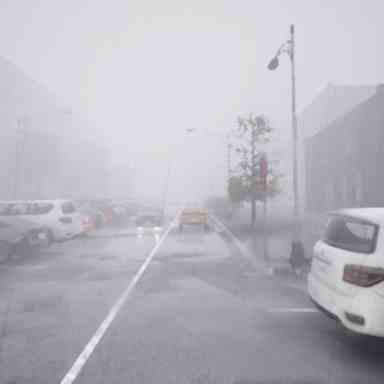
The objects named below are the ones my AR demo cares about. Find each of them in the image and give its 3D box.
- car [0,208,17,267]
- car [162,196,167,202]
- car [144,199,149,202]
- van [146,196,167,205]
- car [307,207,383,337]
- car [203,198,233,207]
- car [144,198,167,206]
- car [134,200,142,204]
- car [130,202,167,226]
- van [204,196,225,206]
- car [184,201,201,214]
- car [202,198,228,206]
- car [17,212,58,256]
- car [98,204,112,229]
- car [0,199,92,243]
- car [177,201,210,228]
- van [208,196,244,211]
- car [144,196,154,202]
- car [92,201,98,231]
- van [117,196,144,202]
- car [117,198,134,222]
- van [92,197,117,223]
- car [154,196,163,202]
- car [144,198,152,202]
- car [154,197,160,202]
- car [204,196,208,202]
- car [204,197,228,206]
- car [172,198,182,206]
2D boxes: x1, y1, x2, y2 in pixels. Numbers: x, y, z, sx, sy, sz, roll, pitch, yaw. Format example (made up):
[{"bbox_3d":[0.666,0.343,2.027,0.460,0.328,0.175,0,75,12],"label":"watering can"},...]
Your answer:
[{"bbox_3d":[-7.683,1.431,9.034,4.553,1.767,2.185,0,0,0],"label":"car"},{"bbox_3d":[-7.628,2.030,62.109,4.792,1.488,2.163,0,0,0],"label":"car"},{"bbox_3d":[-7.661,1.791,36.967,4.892,1.521,2.231,0,0,0],"label":"car"},{"bbox_3d":[-7.776,1.935,73.260,4.442,1.987,1.878,0,-1,0],"label":"van"},{"bbox_3d":[4.708,1.273,5.192,5.566,2.045,2.435,0,0,0],"label":"car"},{"bbox_3d":[4.858,1.999,62.250,5.366,1.575,1.946,0,0,0],"label":"car"},{"bbox_3d":[-7.688,2.124,70.469,4.792,1.488,2.163,0,-1,0],"label":"car"},{"bbox_3d":[-7.649,1.742,31.256,5.008,1.535,2.097,0,0,0],"label":"car"},{"bbox_3d":[-3.103,1.764,25.738,2.033,1.411,5.357,0,0,0],"label":"car"},{"bbox_3d":[4.788,1.875,70.736,4.442,1.987,1.878,0,-1,0],"label":"van"},{"bbox_3d":[0.095,1.911,41.391,1.994,1.385,4.181,0,0,0],"label":"car"},{"bbox_3d":[4.677,2.054,67.958,5.008,1.535,2.097,0,-1,0],"label":"car"},{"bbox_3d":[-7.681,1.609,11.826,4.792,1.488,2.163,0,0,0],"label":"car"},{"bbox_3d":[-7.681,1.680,20.204,4.792,1.488,2.163,0,0,0],"label":"car"},{"bbox_3d":[-7.680,1.352,14.620,5.566,2.045,2.435,0,0,0],"label":"car"},{"bbox_3d":[0.097,1.681,24.243,1.882,1.535,5.008,0,0,0],"label":"car"},{"bbox_3d":[4.791,1.637,45.631,4.442,1.987,1.878,0,0,0],"label":"van"},{"bbox_3d":[-7.623,1.711,42.554,4.553,1.767,2.185,0,0,0],"label":"car"},{"bbox_3d":[-7.621,1.501,17.414,4.553,1.767,2.185,0,0,0],"label":"car"},{"bbox_3d":[-7.538,1.541,34.176,4.442,1.987,1.878,0,0,0],"label":"van"},{"bbox_3d":[-7.684,1.594,28.587,4.553,1.767,2.185,0,0,0],"label":"car"},{"bbox_3d":[-7.770,1.448,23.002,4.442,1.987,1.878,0,0,0],"label":"van"},{"bbox_3d":[-7.842,1.927,53.729,5.366,1.575,1.946,0,0,0],"label":"car"},{"bbox_3d":[-7.649,1.815,39.762,4.892,1.521,2.231,0,0,0],"label":"car"},{"bbox_3d":[-7.841,1.881,48.142,5.366,1.575,1.946,0,0,0],"label":"car"},{"bbox_3d":[4.702,1.635,48.423,5.566,2.045,2.435,0,0,0],"label":"car"},{"bbox_3d":[4.641,1.900,65.169,4.553,1.767,2.185,0,-1,0],"label":"car"},{"bbox_3d":[-3.013,2.040,66.927,1.882,1.535,5.008,0,0,0],"label":"car"}]
